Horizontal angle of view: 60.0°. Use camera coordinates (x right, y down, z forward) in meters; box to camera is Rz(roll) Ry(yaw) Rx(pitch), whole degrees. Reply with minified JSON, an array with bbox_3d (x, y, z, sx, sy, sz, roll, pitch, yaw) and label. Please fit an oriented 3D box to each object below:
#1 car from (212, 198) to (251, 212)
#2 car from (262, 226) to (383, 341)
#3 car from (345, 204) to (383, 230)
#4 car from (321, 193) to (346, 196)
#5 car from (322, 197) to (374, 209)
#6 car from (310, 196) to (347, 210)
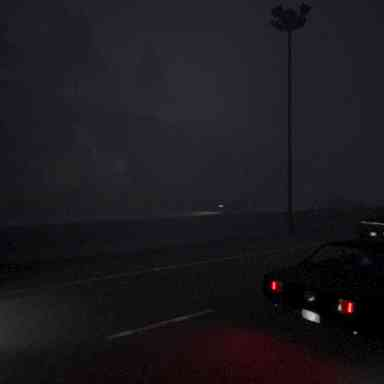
[{"bbox_3d":[4.461,1.443,37.272,4.892,1.490,1.837,0,0,-35],"label":"car"},{"bbox_3d":[3.612,1.584,6.327,4.718,1.301,1.895,0,0,-36],"label":"car"},{"bbox_3d":[9.151,1.451,14.581,4.902,1.511,2.128,0,0,-36],"label":"car"},{"bbox_3d":[17.665,1.123,42.385,5.566,2.045,2.150,0,0,-35],"label":"car"},{"bbox_3d":[15.273,1.469,32.093,5.357,1.411,2.033,0,0,-35],"label":"car"},{"bbox_3d":[14.585,1.481,35.892,4.181,1.385,1.994,0,0,-35],"label":"car"}]
